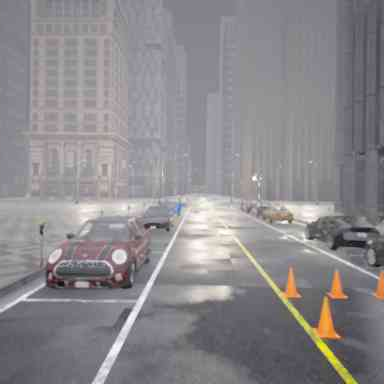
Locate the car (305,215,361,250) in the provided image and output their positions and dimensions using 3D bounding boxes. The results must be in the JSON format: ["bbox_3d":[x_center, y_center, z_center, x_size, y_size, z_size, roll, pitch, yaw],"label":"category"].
[{"bbox_3d":[6.358,1.639,14.464,1.947,1.339,4.313,0,0,1],"label":"car"}]

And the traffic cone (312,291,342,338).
[{"bbox_3d":[2.152,1.981,5.354,0.340,0.580,0.340,1,0,1],"label":"traffic cone"}]

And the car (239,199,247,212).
[{"bbox_3d":[6.772,1.515,37.024,1.967,1.590,4.097,0,0,1],"label":"car"}]

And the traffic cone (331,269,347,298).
[{"bbox_3d":[3.188,1.993,7.335,0.340,0.580,0.340,1,0,1],"label":"traffic cone"}]

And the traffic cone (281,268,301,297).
[{"bbox_3d":[2.189,1.982,7.353,0.340,0.580,0.340,1,0,1],"label":"traffic cone"}]

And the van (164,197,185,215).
[{"bbox_3d":[-1.854,1.326,31.538,1.690,1.788,3.998,0,0,1],"label":"van"}]

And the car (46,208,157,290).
[{"bbox_3d":[-2.267,1.420,8.978,1.967,1.590,4.097,0,0,1],"label":"car"}]

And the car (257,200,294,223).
[{"bbox_3d":[6.568,1.601,25.913,1.752,1.417,4.829,0,0,1],"label":"car"}]

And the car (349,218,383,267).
[{"bbox_3d":[6.255,1.621,8.824,2.008,1.369,4.403,0,0,1],"label":"car"}]

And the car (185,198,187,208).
[{"bbox_3d":[-1.546,1.533,48.458,2.008,1.369,4.403,0,0,1],"label":"car"}]

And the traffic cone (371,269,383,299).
[{"bbox_3d":[4.188,2.003,7.316,0.340,0.580,0.340,1,0,1],"label":"traffic cone"}]

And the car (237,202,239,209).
[{"bbox_3d":[6.874,1.625,42.664,2.008,1.369,4.403,0,0,1],"label":"car"}]

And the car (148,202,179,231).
[{"bbox_3d":[-2.062,1.549,20.258,1.947,1.339,4.313,0,0,1],"label":"car"}]

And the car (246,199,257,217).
[{"bbox_3d":[6.668,1.626,31.383,2.008,1.369,4.403,0,0,1],"label":"car"}]
